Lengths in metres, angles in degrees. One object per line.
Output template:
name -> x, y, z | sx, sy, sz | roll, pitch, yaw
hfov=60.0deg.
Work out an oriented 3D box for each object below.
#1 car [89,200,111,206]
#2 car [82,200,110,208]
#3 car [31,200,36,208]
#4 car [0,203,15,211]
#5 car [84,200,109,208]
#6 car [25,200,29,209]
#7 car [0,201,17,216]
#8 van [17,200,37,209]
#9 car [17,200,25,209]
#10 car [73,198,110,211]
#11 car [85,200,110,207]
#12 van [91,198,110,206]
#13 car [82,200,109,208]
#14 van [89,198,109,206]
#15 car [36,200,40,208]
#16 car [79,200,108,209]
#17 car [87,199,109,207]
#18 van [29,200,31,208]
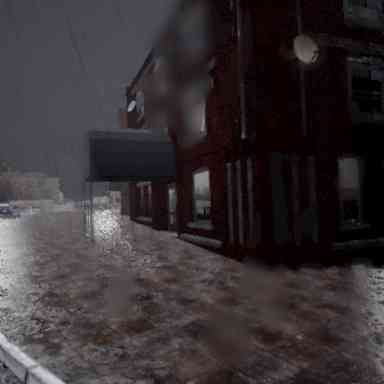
car -> -23.754, 2.799, 85.626 | 5.008, 1.535, 2.097 | 0, -2, -33
car -> -19.754, 2.415, 68.483 | 4.892, 1.521, 2.231 | 0, -1, -33
car -> -40.427, 3.213, 78.765 | 4.892, 1.521, 2.231 | -2, -1, -33
car -> -37.126, 2.923, 64.408 | 4.792, 1.488, 2.163 | -2, -1, -33
car -> -20.452, 2.507, 71.324 | 4.792, 1.488, 2.163 | 0, -1, -33
car -> -39.126, 3.113, 73.012 | 4.792, 1.488, 2.163 | -2, -1, -33
car -> -21.786, 1.988, 37.866 | 1.812, 1.442, 4.674 | -1, -1, -40
van -> -41.873, 3.126, 84.435 | 4.442, 1.987, 1.878 | -2, -1, -33
car -> -38.418, 2.892, 70.180 | 4.553, 1.767, 2.185 | -2, 0, -33
car -> -15.786, 2.040, 51.345 | 4.892, 1.521, 2.231 | 0, -1, -33
car -> -21.087, 2.540, 74.201 | 4.892, 1.521, 2.231 | 0, -1, -33
van -> -24.320, 2.641, 88.555 | 4.442, 1.987, 1.878 | 0, -2, -33
car -> -19.098, 2.392, 65.627 | 4.674, 1.452, 2.002 | 0, -1, -33
van -> -23.183, 2.506, 82.707 | 4.442, 1.987, 1.878 | 0, -1, -33
car -> -40.947, 3.271, 81.734 | 5.366, 1.575, 1.946 | -2, -1, -33
car -> -17.770, 2.267, 59.912 | 4.674, 1.452, 2.002 | 0, -1, -33
car -> -21.731, 2.477, 77.072 | 4.553, 1.767, 2.185 | 0, -1, -33
van -> -39.871, 2.925, 75.831 | 4.442, 1.987, 1.878 | -2, -1, -33
